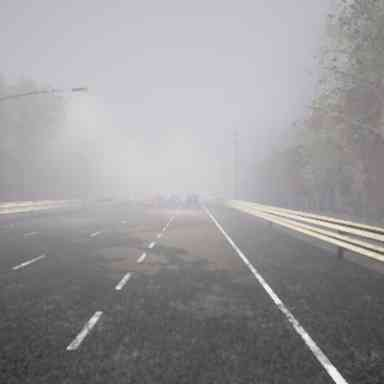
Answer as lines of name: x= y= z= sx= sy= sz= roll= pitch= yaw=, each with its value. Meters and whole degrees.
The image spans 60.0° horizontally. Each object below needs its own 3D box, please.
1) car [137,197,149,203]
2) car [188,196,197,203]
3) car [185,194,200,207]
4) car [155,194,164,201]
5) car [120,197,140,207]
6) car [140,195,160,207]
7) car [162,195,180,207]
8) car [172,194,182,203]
car: x=-10.336 y=1.702 z=70.732 sx=1.895 sy=1.301 sz=4.718 roll=0 pitch=0 yaw=0
car: x=0.165 y=1.662 z=71.278 sx=1.812 sy=1.442 sz=4.674 roll=0 pitch=0 yaw=0
car: x=0.129 y=1.320 z=54.107 sx=2.150 sy=2.045 sz=5.566 roll=0 pitch=0 yaw=0
car: x=-6.835 y=1.345 z=71.058 sx=2.150 sy=2.045 sz=5.566 roll=0 pitch=0 yaw=0
car: x=-10.372 y=1.567 z=54.099 sx=2.128 sy=1.511 sz=4.902 roll=0 pitch=0 yaw=0
car: x=-6.871 y=1.648 z=54.535 sx=1.994 sy=1.385 sz=4.181 roll=0 pitch=0 yaw=0
car: x=-3.371 y=1.617 z=54.501 sx=1.812 sy=1.442 sz=4.674 roll=0 pitch=0 yaw=0
car: x=-3.334 y=1.355 z=71.250 sx=2.150 sy=2.045 sz=5.566 roll=0 pitch=0 yaw=0
